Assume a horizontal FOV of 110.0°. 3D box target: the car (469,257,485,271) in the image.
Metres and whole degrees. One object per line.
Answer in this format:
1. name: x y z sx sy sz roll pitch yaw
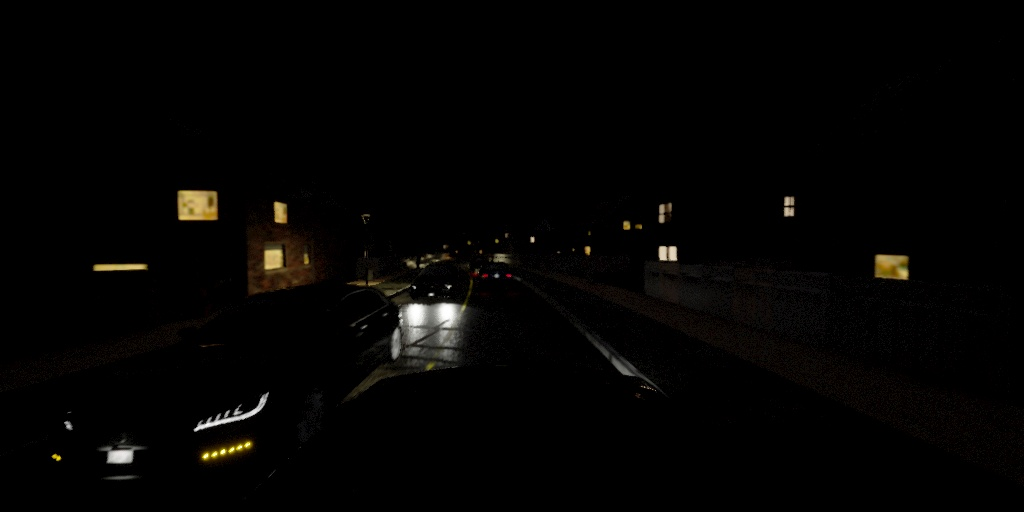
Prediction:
1. car: -3.528 0.790 38.568 1.812 1.442 4.674 -1 1 -10

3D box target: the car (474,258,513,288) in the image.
1. car: -0.992 1.029 20.761 2.033 1.411 5.357 0 1 -5

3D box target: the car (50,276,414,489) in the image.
1. car: -2.965 1.216 5.082 1.837 1.490 4.892 0 0 -1

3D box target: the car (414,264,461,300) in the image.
1. car: -3.376 1.096 16.733 2.033 1.411 5.357 0 1 -5
